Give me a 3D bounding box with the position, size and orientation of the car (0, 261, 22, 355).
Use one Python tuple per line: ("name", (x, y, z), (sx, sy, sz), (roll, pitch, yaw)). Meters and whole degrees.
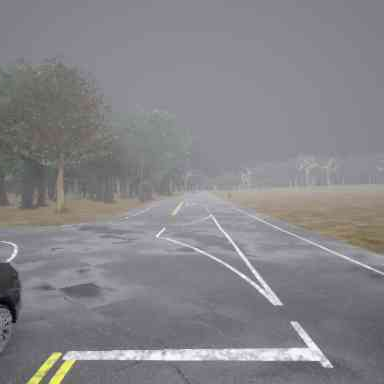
("car", (-3.498, 1.498, 3.090), (2.128, 1.511, 4.902), (0, 0, 0))
